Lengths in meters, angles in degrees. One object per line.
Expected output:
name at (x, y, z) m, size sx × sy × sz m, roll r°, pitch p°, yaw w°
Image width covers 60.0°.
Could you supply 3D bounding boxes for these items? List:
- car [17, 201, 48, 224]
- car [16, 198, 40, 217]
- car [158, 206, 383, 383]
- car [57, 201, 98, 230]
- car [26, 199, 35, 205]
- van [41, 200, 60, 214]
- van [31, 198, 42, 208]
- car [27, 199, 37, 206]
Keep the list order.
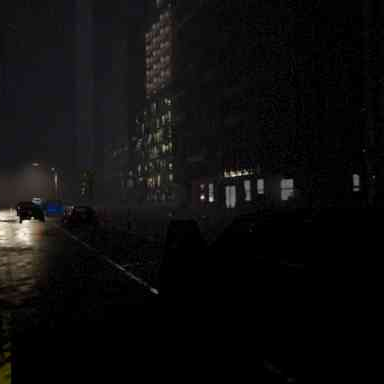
car at (-13.792, 1.850, 28.562) m, size 1.837 × 1.490 × 4.892 m, roll 0°, pitch 0°, yaw -28°
car at (-19.111, 1.823, 38.344) m, size 2.097 × 1.767 × 4.553 m, roll 0°, pitch -1°, yaw -28°
car at (1.626, 1.232, 5.017) m, size 2.150 × 2.045 × 5.566 m, roll -1°, pitch 0°, yaw -28°
car at (-7.908, 1.680, 23.237) m, size 1.967 × 1.590 × 4.097 m, roll 0°, pitch -1°, yaw -28°
car at (-39.786, 2.554, 81.974) m, size 1.887 × 1.381 × 4.507 m, roll 0°, pitch -1°, yaw -28°
van at (-15.877, 1.772, 37.923) m, size 1.690 × 1.788 × 3.998 m, roll 0°, pitch -1°, yaw -28°
van at (-29.160, 2.091, 62.398) m, size 1.690 × 1.788 × 3.998 m, roll 0°, pitch -1°, yaw -28°
car at (-37.210, 2.471, 77.228) m, size 1.752 × 1.417 × 4.829 m, roll 0°, pitch -1°, yaw -28°
